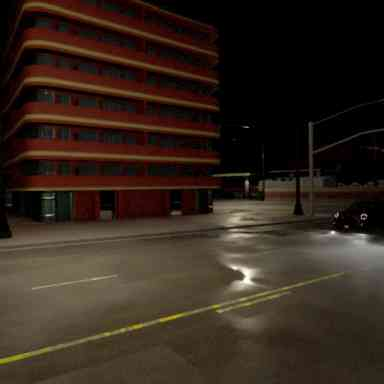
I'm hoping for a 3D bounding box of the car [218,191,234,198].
[{"bbox_3d":[8.991,0.659,86.218,4.611,1.667,2.242,-1,1,-35],"label":"car"}]

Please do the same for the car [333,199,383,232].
[{"bbox_3d":[10.469,1.344,19.917,4.553,1.767,2.097,0,0,-35],"label":"car"}]

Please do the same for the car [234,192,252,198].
[{"bbox_3d":[12.962,0.805,81.996,3.806,1.475,1.970,-1,1,-35],"label":"car"}]
